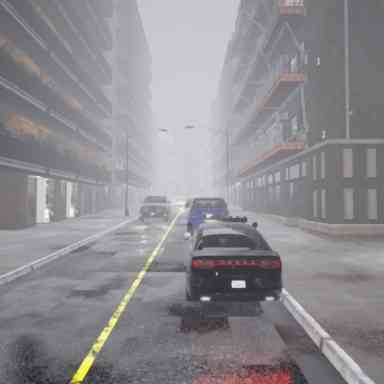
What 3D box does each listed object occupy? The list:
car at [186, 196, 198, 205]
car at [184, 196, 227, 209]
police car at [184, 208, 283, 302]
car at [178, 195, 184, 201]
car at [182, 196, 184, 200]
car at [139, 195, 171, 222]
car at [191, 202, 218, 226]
[{"bbox_3d":[-0.005,1.525,59.999,2.128,1.511,4.902,0,0,0],"label":"car"},{"bbox_3d":[0.823,1.234,18.396,2.150,2.045,5.566,0,0,0],"label":"car"},{"bbox_3d":[0.824,1.430,8.468,1.930,1.638,5.238,0,0,0],"label":"police car"},{"bbox_3d":[-2.758,1.611,90.317,2.033,1.411,5.357,0,0,0],"label":"car"},{"bbox_3d":[0.004,1.528,45.698,1.837,1.490,4.892,0,0,0],"label":"car"},{"bbox_3d":[-2.852,1.234,26.770,2.150,2.045,5.566,0,0,0],"label":"car"},{"bbox_3d":[0.823,1.538,24.366,1.812,1.442,4.674,0,0,0],"label":"car"}]
